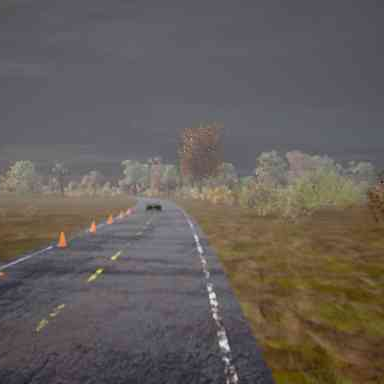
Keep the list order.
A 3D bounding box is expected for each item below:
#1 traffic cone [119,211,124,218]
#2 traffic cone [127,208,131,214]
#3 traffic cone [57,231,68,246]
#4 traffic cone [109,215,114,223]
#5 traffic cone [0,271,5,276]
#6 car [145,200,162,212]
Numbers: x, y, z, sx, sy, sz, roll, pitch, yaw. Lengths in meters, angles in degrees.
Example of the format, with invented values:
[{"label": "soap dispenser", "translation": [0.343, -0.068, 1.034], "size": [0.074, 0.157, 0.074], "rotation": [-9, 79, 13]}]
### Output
[{"label": "traffic cone", "translation": [-6.107, 1.923, 28.830], "size": [0.340, 0.580, 0.340], "rotation": [0, 0, -4]}, {"label": "traffic cone", "translation": [-6.435, 1.917, 33.792], "size": [0.340, 0.580, 0.340], "rotation": [0, 0, -4]}, {"label": "traffic cone", "translation": [-5.422, 1.941, 13.929], "size": [0.340, 0.580, 0.340], "rotation": [0, 0, -2]}, {"label": "traffic cone", "translation": [-5.828, 1.929, 23.866], "size": [0.340, 0.580, 0.340], "rotation": [0, 0, -3]}, {"label": "traffic cone", "translation": [-5.295, 1.947, 8.958], "size": [0.340, 0.580, 0.340], "rotation": [0, 0, -1]}, {"label": "car", "translation": [-4.276, 1.556, 37.335], "size": [1.895, 1.301, 4.718], "rotation": [0, 0, -6]}]
